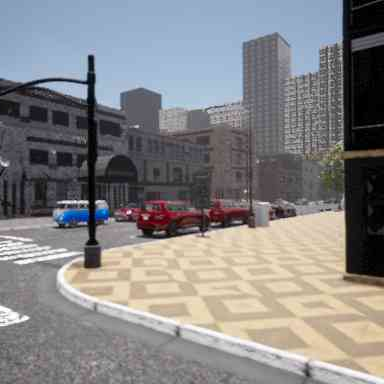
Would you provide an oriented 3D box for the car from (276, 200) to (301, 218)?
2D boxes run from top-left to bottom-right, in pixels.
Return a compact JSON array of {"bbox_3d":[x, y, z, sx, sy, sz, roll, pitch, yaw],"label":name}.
[{"bbox_3d":[8.631,1.709,32.080,1.947,1.339,4.313,-1,-1,35],"label":"car"}]

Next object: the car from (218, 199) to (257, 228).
[{"bbox_3d":[2.246,1.419,23.064,2.192,1.841,5.009,-1,-1,35],"label":"car"}]

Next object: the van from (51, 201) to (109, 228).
[{"bbox_3d":[-7.786,1.502,23.393,1.690,1.788,3.998,-1,-1,35],"label":"van"}]

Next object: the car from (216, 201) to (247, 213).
[{"bbox_3d":[4.979,1.790,41.427,2.008,1.369,4.403,-1,-1,35],"label":"car"}]

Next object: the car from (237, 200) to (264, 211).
[{"bbox_3d":[8.170,1.812,45.937,2.008,1.369,4.403,-1,-1,35],"label":"car"}]

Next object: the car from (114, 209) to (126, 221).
[{"bbox_3d":[-4.595,1.620,27.901,1.967,1.590,4.097,-1,-1,35],"label":"car"}]

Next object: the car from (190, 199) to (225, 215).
[{"bbox_3d":[1.788,1.659,36.920,1.967,1.590,4.097,-1,-1,35],"label":"car"}]

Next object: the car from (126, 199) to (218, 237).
[{"bbox_3d":[-0.945,1.401,18.555,2.192,1.841,5.009,-1,-1,35],"label":"car"}]

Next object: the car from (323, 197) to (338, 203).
[{"bbox_3d":[33.698,2.006,82.010,2.008,1.369,4.403,-1,-1,35],"label":"car"}]

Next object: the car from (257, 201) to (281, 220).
[{"bbox_3d":[5.439,1.668,27.571,1.887,1.381,4.507,-1,-1,35],"label":"car"}]

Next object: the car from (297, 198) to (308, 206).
[{"bbox_3d":[20.934,1.906,63.974,2.008,1.369,4.403,-1,-1,35],"label":"car"}]
